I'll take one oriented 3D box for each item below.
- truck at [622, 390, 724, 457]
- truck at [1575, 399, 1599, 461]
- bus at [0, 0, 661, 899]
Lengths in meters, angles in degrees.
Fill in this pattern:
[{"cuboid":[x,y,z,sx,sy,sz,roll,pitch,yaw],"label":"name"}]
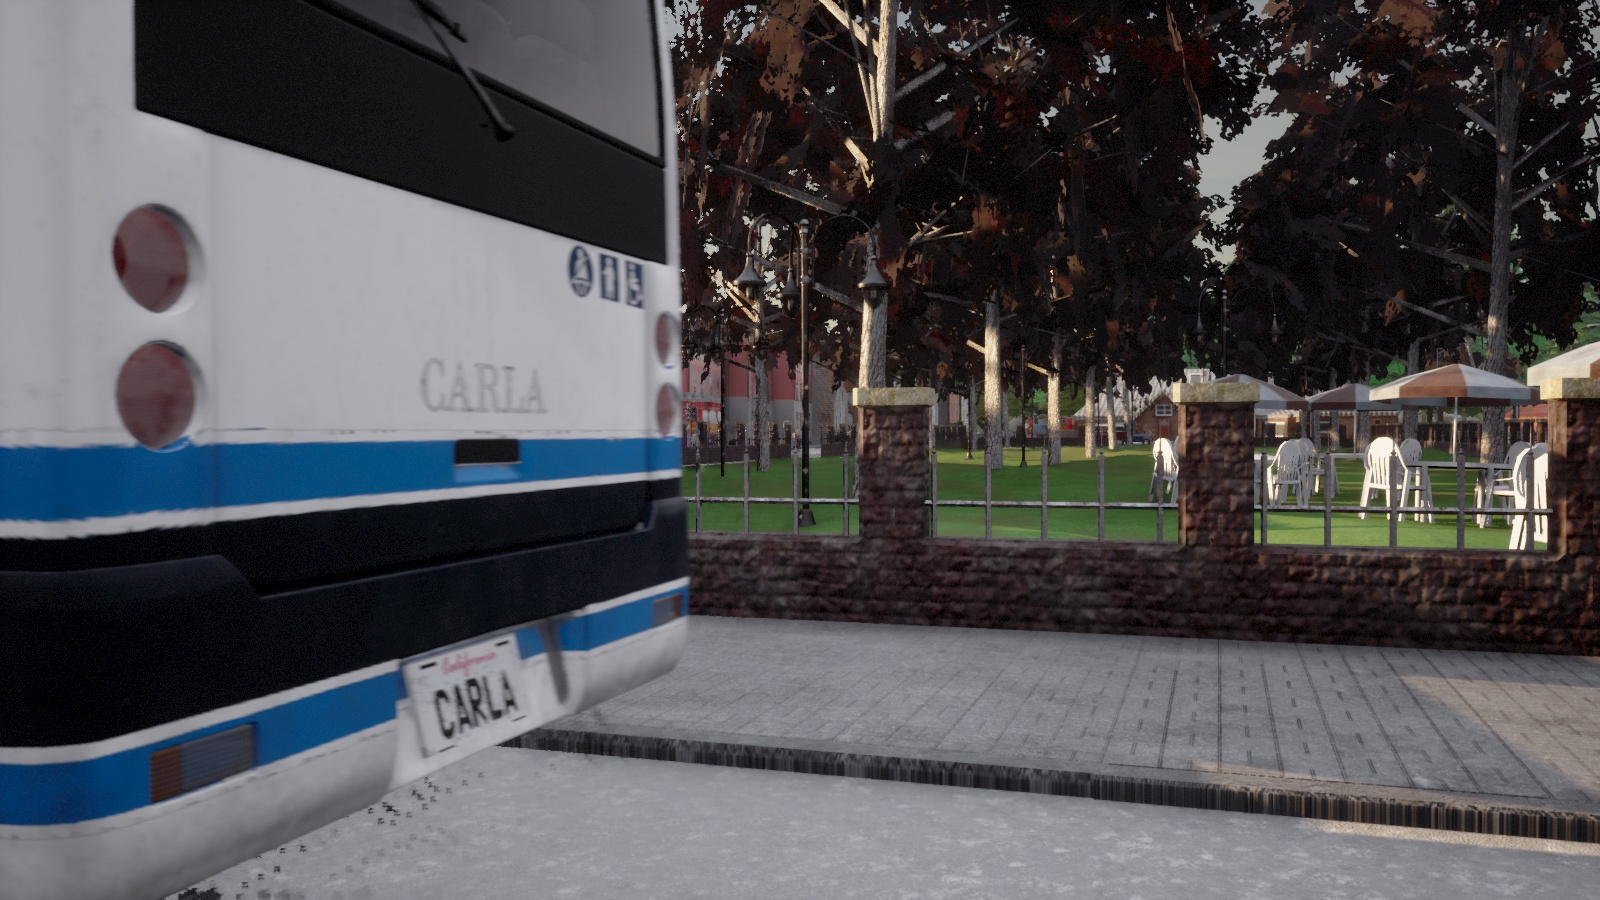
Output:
[{"cuboid":[-7.523,-1.582,75.917,2.891,3.827,8.468,1,1,18],"label":"truck"},{"cuboid":[47.520,-1.150,73.117,2.891,3.462,7.936,1,1,23],"label":"truck"},{"cuboid":[-6.161,-0.665,5.745,10.273,4.253,3.944,1,1,18],"label":"bus"}]
